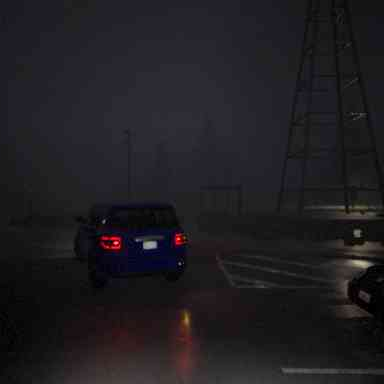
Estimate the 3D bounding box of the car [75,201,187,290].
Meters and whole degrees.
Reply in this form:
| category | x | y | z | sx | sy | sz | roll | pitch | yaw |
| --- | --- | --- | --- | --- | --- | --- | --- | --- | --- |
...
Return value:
| category | x | y | z | sx | sy | sz | roll | pitch | yaw |
| --- | --- | --- | --- | --- | --- | --- | --- | --- | --- |
| car | -2.002 | 1.269 | 9.602 | 2.150 | 2.045 | 5.566 | 0 | -1 | -24 |

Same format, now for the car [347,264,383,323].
| category | x | y | z | sx | sy | sz | roll | pitch | yaw |
| --- | --- | --- | --- | --- | --- | --- | --- | --- | --- |
| car | 4.891 | 1.551 | 5.710 | 3.905 | 1.438 | 1.784 | 0 | 0 | 0 |
